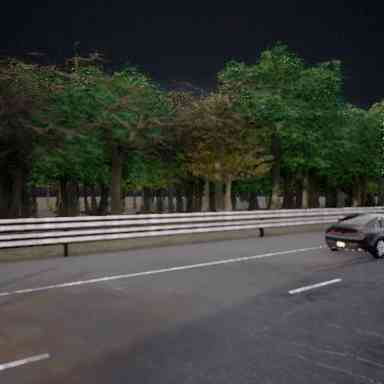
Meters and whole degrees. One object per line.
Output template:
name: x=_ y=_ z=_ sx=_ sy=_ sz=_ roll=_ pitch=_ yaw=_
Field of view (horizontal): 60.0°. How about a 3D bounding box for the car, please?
car: x=7.346 y=1.637 z=13.388 sx=4.892 sy=1.490 sz=1.837 roll=0 pitch=0 yaw=-35
